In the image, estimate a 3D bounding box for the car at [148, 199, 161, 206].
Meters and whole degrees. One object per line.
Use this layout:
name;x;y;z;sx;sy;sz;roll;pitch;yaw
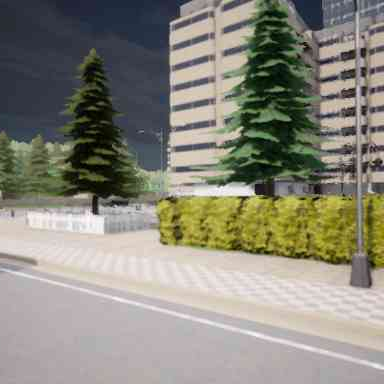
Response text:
car;-6.298;2.004;65.429;2.033;1.411;5.357;-1;0;36

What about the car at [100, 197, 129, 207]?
car;-14.067;1.715;60.672;2.150;2.045;5.566;-1;0;36
